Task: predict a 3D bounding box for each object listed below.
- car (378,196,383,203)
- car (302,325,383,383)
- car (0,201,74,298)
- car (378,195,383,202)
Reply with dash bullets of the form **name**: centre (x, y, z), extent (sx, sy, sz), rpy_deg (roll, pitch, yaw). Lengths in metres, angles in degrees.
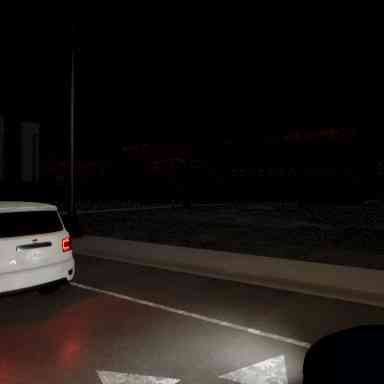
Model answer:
- **car**: centre (39.921, 1.527, 67.903), extent (2.038, 1.542, 4.974), rpy_deg (1, 1, 6)
- **car**: centre (3.005, 1.516, 1.843), extent (4.674, 1.442, 1.812), rpy_deg (0, 0, 35)
- **car**: centre (-5.032, 1.220, 7.576), extent (5.566, 2.045, 2.150), rpy_deg (0, 0, 35)
- **car**: centre (39.927, 1.369, 67.953), extent (1.853, 1.218, 4.536), rpy_deg (1, 1, 6)
